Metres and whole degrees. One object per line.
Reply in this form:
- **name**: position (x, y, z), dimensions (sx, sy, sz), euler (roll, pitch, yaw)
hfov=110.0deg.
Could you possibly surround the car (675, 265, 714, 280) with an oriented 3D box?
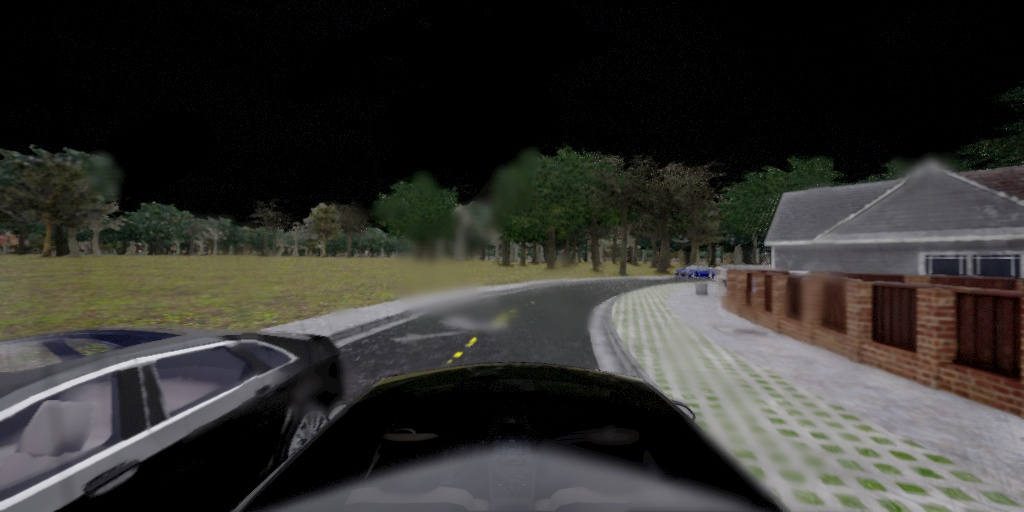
- **car**: position (19.406, 1.679, 38.181), dimensions (5.008, 1.535, 1.882), euler (1, -1, -31)

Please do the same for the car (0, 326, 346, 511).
- **car**: position (-2.661, 1.234, 1.680), dimensions (2.128, 1.511, 4.902), euler (0, 0, 2)
